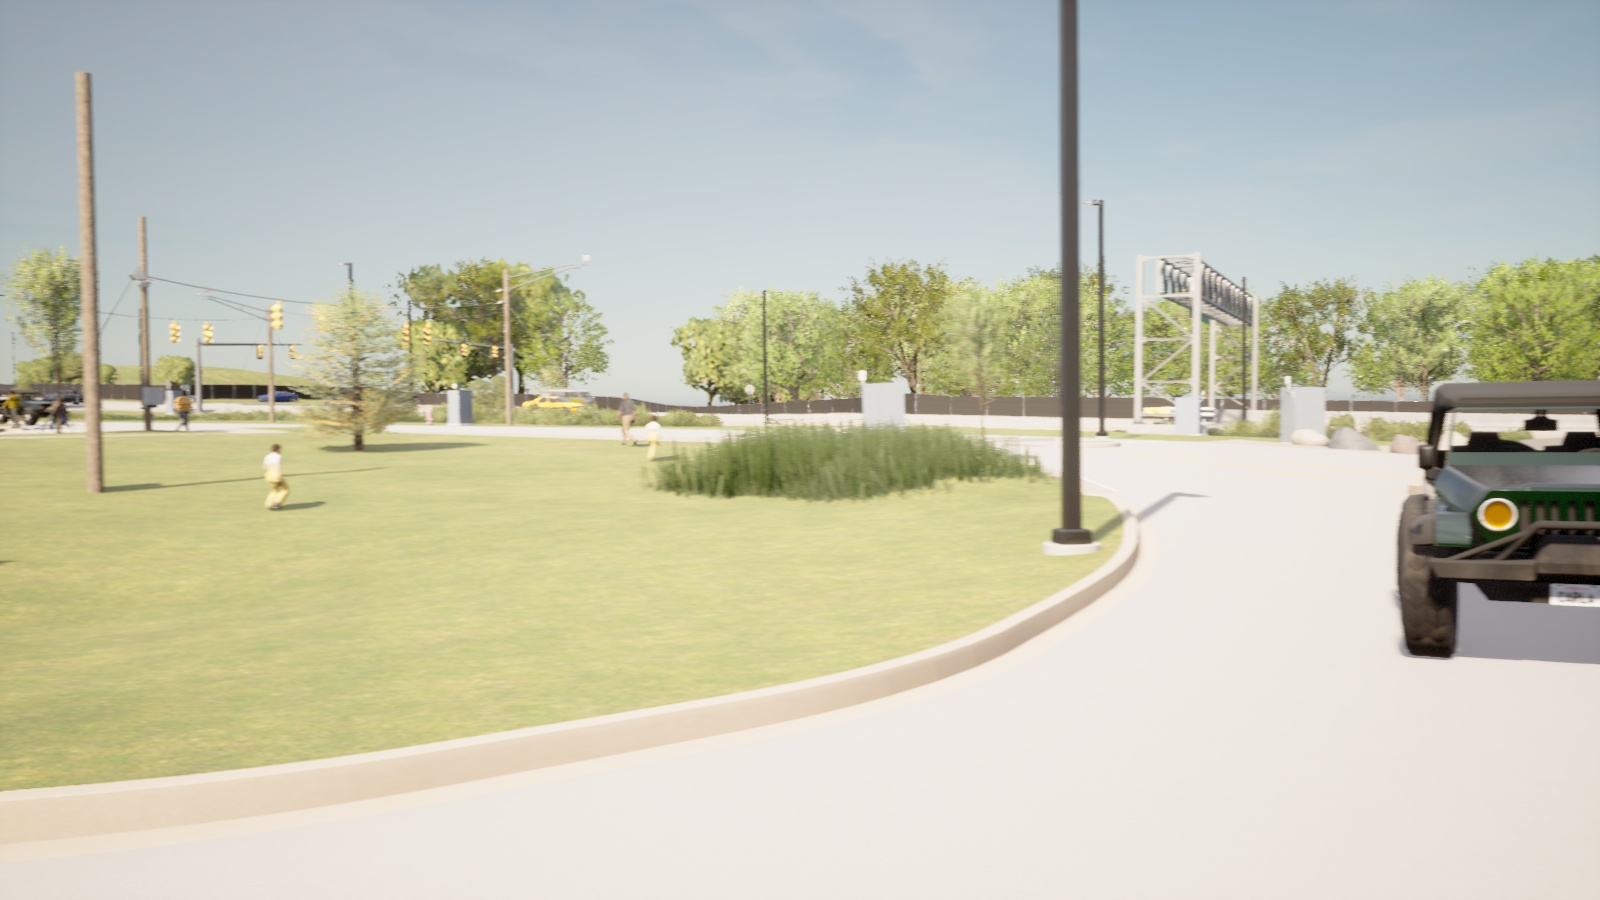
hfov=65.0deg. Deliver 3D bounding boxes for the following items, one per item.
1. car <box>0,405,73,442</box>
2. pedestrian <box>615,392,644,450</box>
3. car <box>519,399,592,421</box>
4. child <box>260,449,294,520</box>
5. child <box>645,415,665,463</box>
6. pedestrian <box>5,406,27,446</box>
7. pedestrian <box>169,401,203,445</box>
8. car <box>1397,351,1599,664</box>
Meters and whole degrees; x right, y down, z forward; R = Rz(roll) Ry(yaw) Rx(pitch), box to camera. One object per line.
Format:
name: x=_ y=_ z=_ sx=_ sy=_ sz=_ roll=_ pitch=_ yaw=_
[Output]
car: x=-40.722 y=-1.398 z=66.527 sx=3.866 sy=1.878 sz=1.905 roll=0 pitch=2 yaw=26
pedestrian: x=-5.528 y=-0.931 z=40.791 sx=0.694 sy=1.848 sz=0.540 roll=-1 pitch=2 yaw=38
car: x=-18.372 y=-3.009 z=94.283 sx=5.366 sy=1.575 sz=1.801 roll=0 pitch=3 yaw=26
child: x=-9.479 y=0.625 z=22.764 sx=0.270 sy=1.263 sz=0.437 roll=-1 pitch=2 yaw=25
child: x=-3.861 y=-0.290 z=33.399 sx=0.270 sy=1.263 sz=0.437 roll=-1 pitch=2 yaw=33
pedestrian: x=-36.906 y=-1.144 z=59.130 sx=0.709 sy=1.840 sz=0.431 roll=-2 pitch=2 yaw=12
pedestrian: x=-26.632 y=-1.168 z=54.446 sx=0.900 sy=1.855 sz=0.874 roll=-1 pitch=2 yaw=27
car: x=5.546 y=0.286 z=9.317 sx=1.905 sy=1.878 sz=3.866 roll=-1 pitch=1 yaw=24
